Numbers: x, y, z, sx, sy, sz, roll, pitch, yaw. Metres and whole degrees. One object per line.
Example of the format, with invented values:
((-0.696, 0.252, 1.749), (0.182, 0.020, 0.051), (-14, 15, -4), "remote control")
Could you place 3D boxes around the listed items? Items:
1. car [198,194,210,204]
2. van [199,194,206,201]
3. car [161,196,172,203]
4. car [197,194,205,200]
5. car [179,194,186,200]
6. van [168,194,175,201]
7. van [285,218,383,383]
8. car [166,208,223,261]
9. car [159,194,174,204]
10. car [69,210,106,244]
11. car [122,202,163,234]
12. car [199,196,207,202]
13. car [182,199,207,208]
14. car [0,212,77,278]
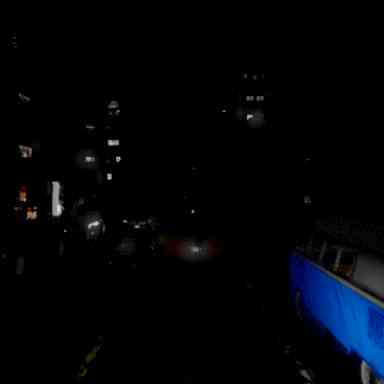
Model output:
((2.541, 1.568, 64.998), (1.947, 1.339, 4.313), (0, 0, 0), "car")
((2.536, 1.335, 81.654), (1.690, 1.788, 3.998), (0, 0, 0), "van")
((-5.341, 1.544, 70.547), (1.887, 1.381, 4.507), (0, 0, 0), "car")
((2.531, 1.427, 92.758), (1.967, 1.590, 4.097), (0, 0, 0), "car")
((-2.788, 1.468, 95.550), (1.837, 1.490, 4.892), (0, 0, 0), "car")
((-5.347, 1.331, 87.202), (1.690, 1.788, 3.998), (0, 0, 0), "van")
((2.565, 1.343, 4.573), (1.690, 1.788, 3.998), (0, 0, 0), "van")
((0.080, 1.530, 12.156), (1.812, 1.442, 4.674), (0, 0, 0), "car")
((-5.339, 1.317, 64.994), (2.192, 1.841, 5.009), (0, 0, 0), "car")
((-5.320, 1.556, 15.745), (2.008, 1.369, 4.403), (0, 0, 0), "car")
((-2.852, 1.531, 19.597), (1.812, 1.442, 4.674), (0, 0, 0), "car")
((2.537, 1.579, 76.102), (1.802, 1.307, 4.206), (0, 0, 0), "car")
((0.078, 1.570, 29.592), (1.994, 1.385, 4.181), (0, 0, 0), "car")
((-5.318, 1.548, 10.158), (1.887, 1.381, 4.507), (0, 0, 0), "car")
